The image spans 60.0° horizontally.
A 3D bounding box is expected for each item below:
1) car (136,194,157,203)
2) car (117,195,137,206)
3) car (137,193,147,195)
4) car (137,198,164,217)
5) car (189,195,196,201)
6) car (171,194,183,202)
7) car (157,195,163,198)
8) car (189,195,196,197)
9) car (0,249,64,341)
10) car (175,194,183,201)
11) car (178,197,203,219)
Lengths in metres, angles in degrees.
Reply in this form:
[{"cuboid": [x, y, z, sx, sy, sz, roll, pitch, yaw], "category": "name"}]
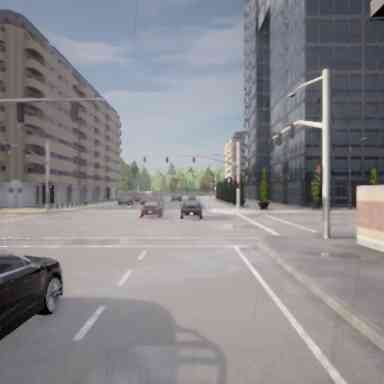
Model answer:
[{"cuboid": [-7.306, 1.449, 54.297, 1.837, 1.490, 4.892, 0, 0, 1], "category": "car"}, {"cuboid": [-10.806, 1.449, 54.195, 1.837, 1.490, 4.892, 0, 0, 1], "category": "car"}, {"cuboid": [-10.552, 1.153, 69.845, 2.150, 2.045, 5.566, 0, 0, 1], "category": "car"}, {"cuboid": [-3.583, 1.519, 30.549, 1.812, 1.442, 4.674, 0, 0, -1], "category": "car"}, {"cuboid": [0.138, 1.418, 84.628, 1.812, 1.442, 4.674, 0, 0, 1], "category": "car"}, {"cuboid": [-3.493, 1.276, 74.415, 2.097, 1.767, 4.553, 0, 0, 1], "category": "car"}, {"cuboid": [-7.051, 1.453, 69.924, 2.128, 1.511, 4.902, 0, 0, 1], "category": "car"}, {"cuboid": [0.008, 1.515, 74.432, 1.895, 1.301, 4.718, 0, 0, 1], "category": "car"}, {"cuboid": [-3.440, 1.487, 4.637, 2.128, 1.511, 4.902, 0, 0, 0], "category": "car"}, {"cuboid": [-3.361, 1.394, 84.672, 1.837, 1.490, 4.892, 0, 0, 1], "category": "car"}, {"cuboid": [-0.071, 1.501, 29.600, 1.837, 1.490, 4.892, 0, 0, -1], "category": "car"}]
